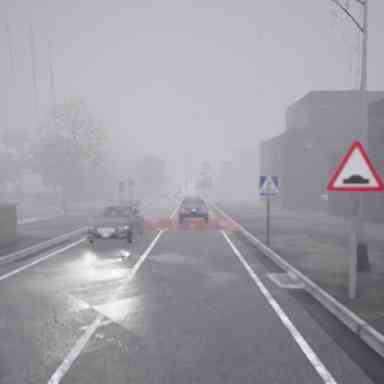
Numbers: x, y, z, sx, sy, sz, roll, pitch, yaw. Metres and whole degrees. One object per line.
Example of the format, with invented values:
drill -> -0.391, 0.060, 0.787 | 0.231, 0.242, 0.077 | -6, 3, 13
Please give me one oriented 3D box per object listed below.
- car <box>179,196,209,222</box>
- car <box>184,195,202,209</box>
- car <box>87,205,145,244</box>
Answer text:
car -> 0.098, 1.138, 21.552 | 2.033, 1.411, 5.357 | 0, -1, 0
car -> 0.128, 1.144, 38.248 | 1.994, 1.385, 4.181 | 0, 1, 1
car -> -3.342, 1.399, 15.364 | 2.128, 1.511, 4.902 | 0, 0, 0
